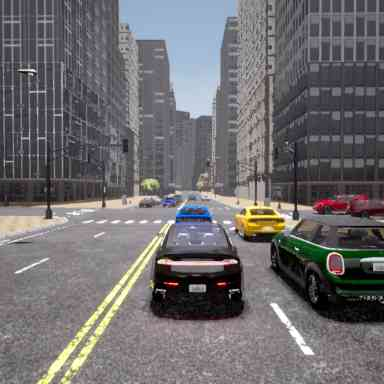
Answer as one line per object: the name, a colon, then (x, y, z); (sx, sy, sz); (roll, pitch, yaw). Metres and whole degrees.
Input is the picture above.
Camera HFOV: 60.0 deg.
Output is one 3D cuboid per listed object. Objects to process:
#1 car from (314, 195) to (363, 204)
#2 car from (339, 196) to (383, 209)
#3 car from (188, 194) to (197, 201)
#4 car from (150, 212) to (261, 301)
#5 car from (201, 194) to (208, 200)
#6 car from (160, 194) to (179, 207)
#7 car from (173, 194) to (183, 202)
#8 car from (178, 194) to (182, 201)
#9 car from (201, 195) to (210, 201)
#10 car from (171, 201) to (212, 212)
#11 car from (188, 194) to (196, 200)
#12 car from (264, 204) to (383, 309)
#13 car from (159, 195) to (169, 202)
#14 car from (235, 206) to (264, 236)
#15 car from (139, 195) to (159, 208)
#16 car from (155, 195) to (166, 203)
car: (15.737, 1.327, 35.175); (5.566, 2.045, 2.150); (1, 1, 1)
car: (16.226, 1.519, 29.392); (5.009, 1.841, 2.192); (1, 0, 1)
car: (0.071, 1.273, 80.581); (2.097, 1.767, 4.553); (0, 0, 0)
car: (0.105, 1.488, 8.304); (2.128, 1.511, 4.902); (0, 0, 0)
car: (3.330, 1.337, 90.640); (1.895, 1.301, 4.718); (0, 0, 0)
car: (-3.297, 1.491, 49.504); (1.812, 1.442, 4.674); (0, 0, 0)
car: (-3.183, 1.286, 77.128); (2.097, 1.767, 4.553); (0, 0, 0)
car: (-3.274, 1.519, 58.249); (1.994, 1.385, 4.181); (0, 0, 1)
car: (3.321, 1.513, 80.638); (1.895, 1.301, 4.718); (0, 0, 0)
car: (0.118, 1.468, 17.809); (1.882, 1.535, 5.008); (0, 0, 1)
car: (0.080, 1.267, 90.614); (2.128, 1.511, 4.902); (0, 0, 0)
car: (3.356, 1.348, 8.016); (2.097, 1.767, 4.553); (0, 0, 0)
car: (-6.433, 1.482, 77.962); (1.994, 1.385, 4.181); (0, 0, 0)
car: (3.363, 1.469, 17.196); (1.882, 1.535, 5.008); (0, 0, 0)
car: (-6.542, 1.513, 49.076); (2.033, 1.411, 5.357); (0, 0, 0)
car: (-6.449, 1.448, 67.984); (1.837, 1.490, 4.892); (0, 0, 0)
